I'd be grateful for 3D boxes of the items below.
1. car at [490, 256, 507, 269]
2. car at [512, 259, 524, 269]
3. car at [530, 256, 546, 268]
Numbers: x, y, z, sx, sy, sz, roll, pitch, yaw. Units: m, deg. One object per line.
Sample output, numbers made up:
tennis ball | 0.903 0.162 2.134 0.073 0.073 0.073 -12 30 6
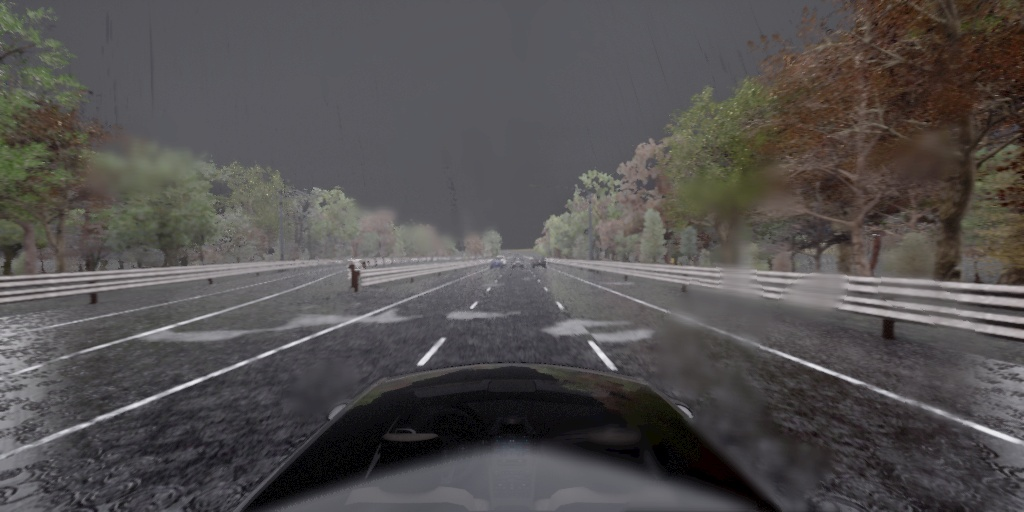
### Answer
car | -2.493 1.240 60.834 2.097 1.767 4.553 -1 0 1
car | 1.009 1.361 60.800 1.812 1.442 4.674 -1 0 1
car | 4.496 1.006 60.350 2.150 2.045 5.566 -1 0 1
